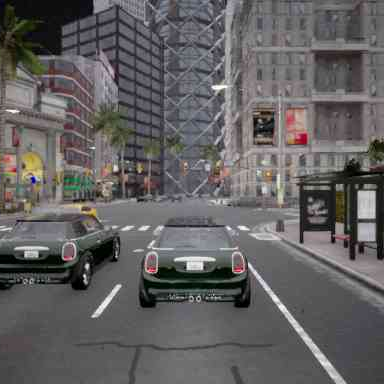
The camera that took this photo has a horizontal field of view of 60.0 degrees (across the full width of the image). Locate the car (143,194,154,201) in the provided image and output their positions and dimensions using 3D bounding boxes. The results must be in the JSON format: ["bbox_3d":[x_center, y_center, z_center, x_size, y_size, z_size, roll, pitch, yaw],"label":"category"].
[{"bbox_3d":[-10.475,1.355,80.750,2.097,1.767,4.553,0,0,0],"label":"car"}]

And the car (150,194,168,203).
[{"bbox_3d":[-6.981,1.525,70.499,2.128,1.511,4.902,0,0,0],"label":"car"}]

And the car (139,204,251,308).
[{"bbox_3d":[0.066,1.352,8.104,2.097,1.767,4.553,0,0,0],"label":"car"}]

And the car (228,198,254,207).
[{"bbox_3d":[7.722,1.548,47.494,5.357,1.411,2.033,0,0,5],"label":"car"}]

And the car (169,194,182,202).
[{"bbox_3d":[-3.479,1.355,77.570,2.097,1.767,4.553,0,0,0],"label":"car"}]

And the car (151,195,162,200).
[{"bbox_3d":[-9.632,1.595,90.920,1.895,1.301,4.718,0,0,10],"label":"car"}]

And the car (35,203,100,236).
[{"bbox_3d":[-7.060,1.477,19.548,1.882,1.535,5.008,0,0,1],"label":"car"}]

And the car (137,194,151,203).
[{"bbox_3d":[-10.481,1.595,70.455,1.895,1.301,4.718,0,0,0],"label":"car"}]

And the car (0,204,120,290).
[{"bbox_3d":[-3.427,1.352,9.247,2.097,1.767,4.553,0,0,0],"label":"car"}]

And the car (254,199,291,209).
[{"bbox_3d":[10.742,1.565,43.510,4.181,1.385,1.994,0,0,-2],"label":"car"}]

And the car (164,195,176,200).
[{"bbox_3d":[-6.011,1.540,91.213,2.033,1.411,5.357,0,0,10],"label":"car"}]
